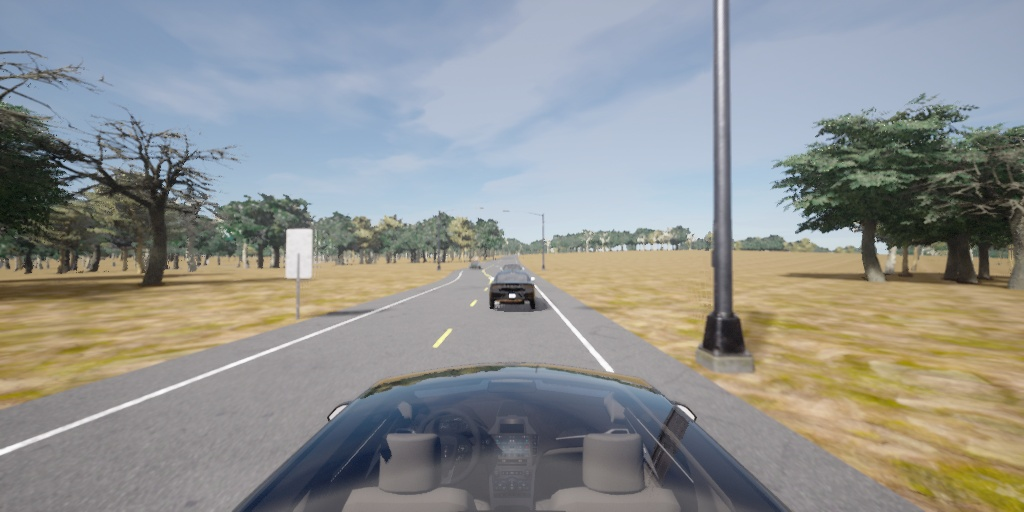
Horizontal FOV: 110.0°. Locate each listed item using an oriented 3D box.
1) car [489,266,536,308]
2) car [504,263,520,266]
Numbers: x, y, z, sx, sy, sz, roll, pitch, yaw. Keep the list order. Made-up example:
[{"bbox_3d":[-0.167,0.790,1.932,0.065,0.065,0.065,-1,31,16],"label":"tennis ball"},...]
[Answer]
[{"bbox_3d":[0.028,1.377,16.109,1.882,1.535,5.008,0,0,0],"label":"car"},{"bbox_3d":[0.023,1.398,30.303,2.097,1.767,4.553,0,-1,0],"label":"car"}]
